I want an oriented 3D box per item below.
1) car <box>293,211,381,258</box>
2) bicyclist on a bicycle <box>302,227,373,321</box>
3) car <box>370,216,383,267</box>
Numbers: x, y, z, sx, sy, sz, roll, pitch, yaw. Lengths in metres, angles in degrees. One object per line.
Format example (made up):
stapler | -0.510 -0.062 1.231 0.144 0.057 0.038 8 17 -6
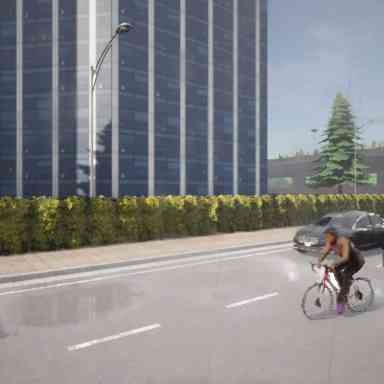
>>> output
car | 5.811 1.506 12.441 4.892 1.490 1.837 0 0 -35
bicyclist on a bicycle | 2.641 1.453 5.979 1.656 1.620 0.582 -1 0 -21
car | 7.143 1.478 9.096 5.008 1.535 1.882 0 0 -35
